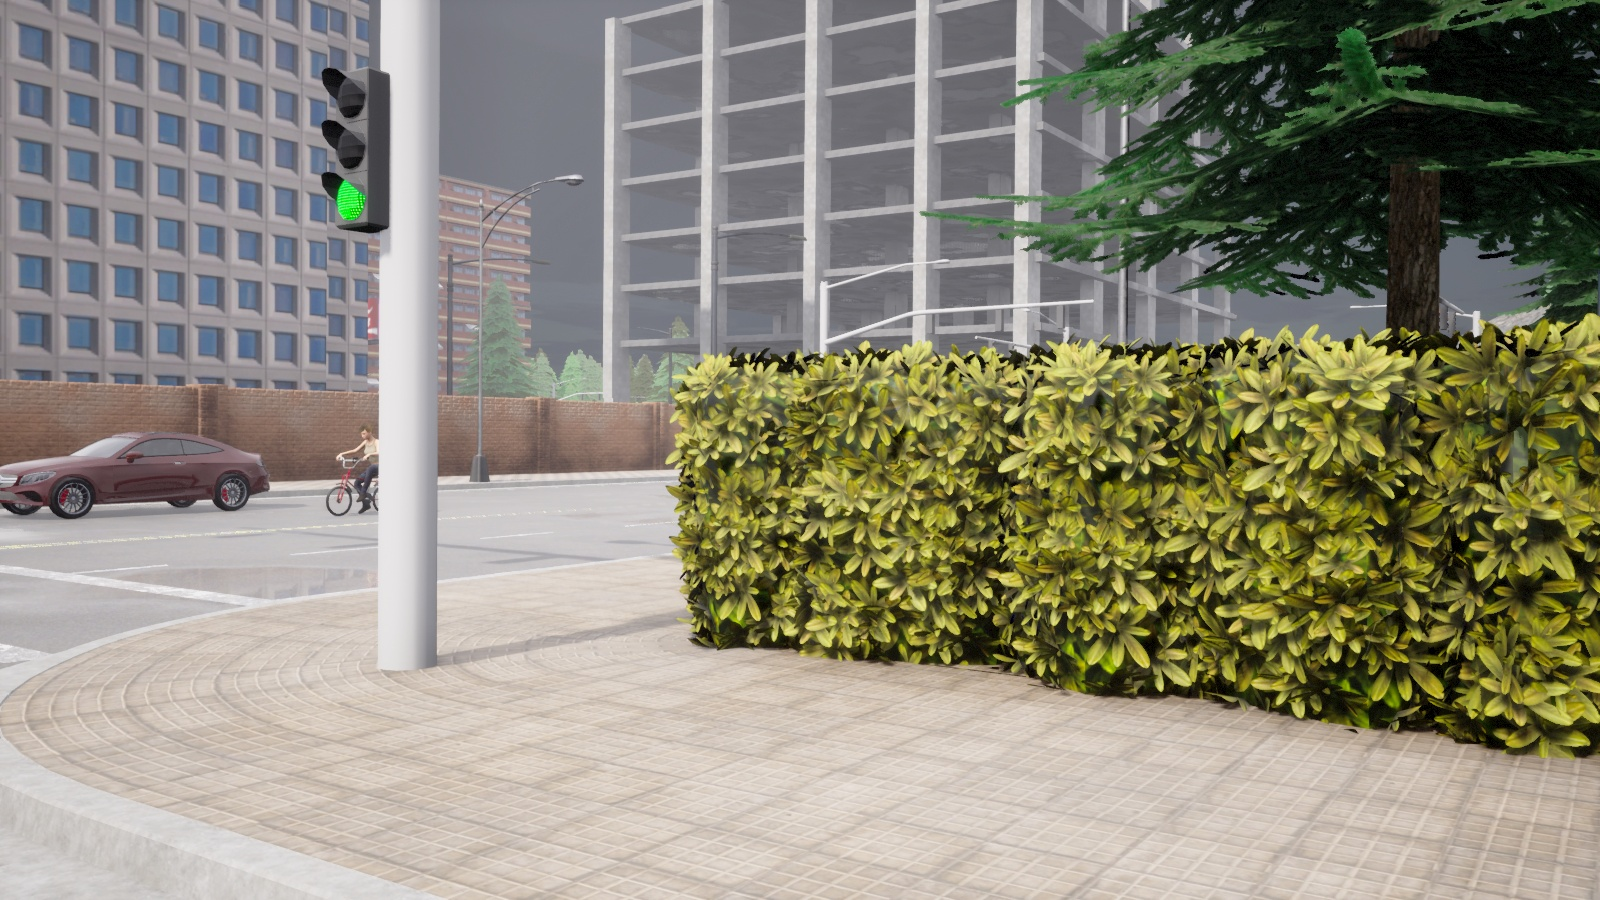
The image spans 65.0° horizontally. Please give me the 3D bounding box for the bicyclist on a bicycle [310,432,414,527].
[{"bbox_3d":[-7.757,0.489,22.290,0.866,1.612,1.509,0,1,34],"label":"bicyclist on a bicycle"}]

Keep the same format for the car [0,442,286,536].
[{"bbox_3d":[-11.841,0.613,22.469,1.812,1.442,4.674,0,1,33],"label":"car"}]
